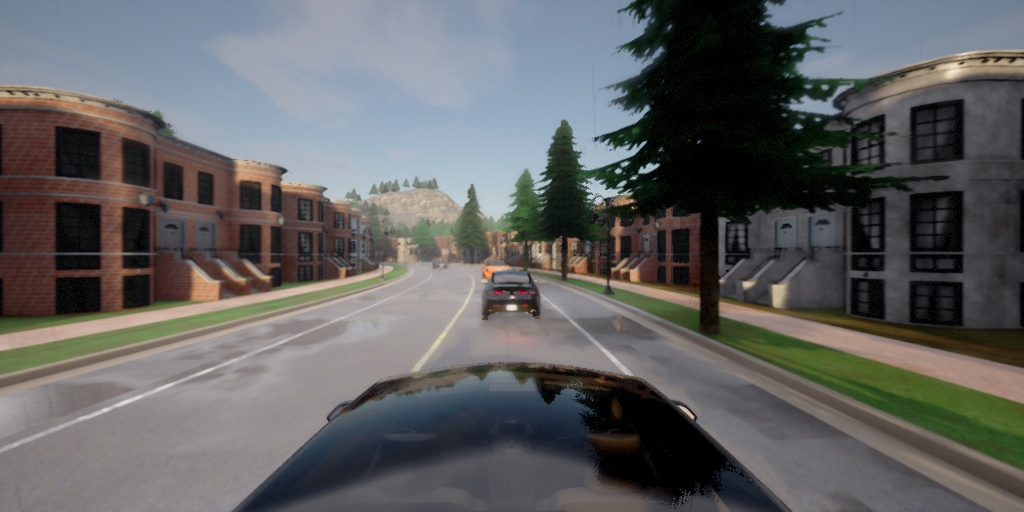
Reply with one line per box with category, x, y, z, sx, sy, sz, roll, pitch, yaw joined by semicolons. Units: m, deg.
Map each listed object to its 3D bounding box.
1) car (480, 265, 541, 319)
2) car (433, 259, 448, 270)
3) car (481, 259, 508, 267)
car;-0.063;1.231;12.686;1.837;1.490;4.892;0;0;-1
car;-10.201;1.136;50.990;2.128;1.511;4.902;0;0;-17
car;-1.291;1.044;27.787;2.097;1.767;4.553;0;0;-7
